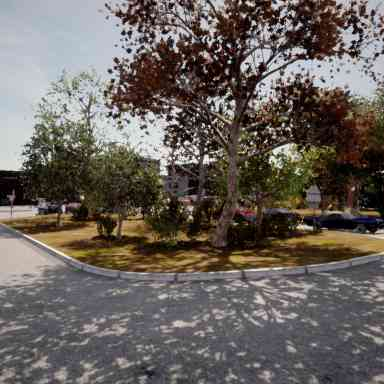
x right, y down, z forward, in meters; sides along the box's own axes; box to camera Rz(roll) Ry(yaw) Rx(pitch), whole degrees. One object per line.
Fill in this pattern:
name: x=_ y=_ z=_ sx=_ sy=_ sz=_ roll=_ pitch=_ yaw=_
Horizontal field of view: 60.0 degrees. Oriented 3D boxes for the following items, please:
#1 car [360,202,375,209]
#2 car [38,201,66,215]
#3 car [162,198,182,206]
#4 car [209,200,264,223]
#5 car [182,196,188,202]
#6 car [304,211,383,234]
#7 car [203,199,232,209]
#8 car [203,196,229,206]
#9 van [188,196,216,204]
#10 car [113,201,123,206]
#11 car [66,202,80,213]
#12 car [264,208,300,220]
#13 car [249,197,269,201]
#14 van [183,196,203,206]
car: x=39.464 y=2.749 z=72.656 sx=5.566 sy=2.045 sz=2.150 roll=2 pitch=-1 yaw=-12
car: x=-17.518 y=1.931 z=40.962 sx=2.185 sy=1.767 sz=4.553 roll=-1 pitch=0 yaw=-35
car: x=-4.803 y=1.983 z=65.449 sx=1.946 sy=1.575 sz=5.366 roll=1 pitch=0 yaw=-36
car: x=3.943 y=1.908 z=30.449 sx=2.097 sy=1.767 sz=4.553 roll=3 pitch=-3 yaw=-35
car: x=-2.307 y=1.884 z=66.977 sx=2.185 sy=1.767 sz=4.553 roll=1 pitch=0 yaw=-36
car: x=10.064 y=1.971 z=22.139 sx=1.895 sy=1.301 sz=4.718 roll=3 pitch=-3 yaw=-39
car: x=4.314 y=2.001 z=56.437 sx=1.946 sy=1.575 sz=5.366 roll=1 pitch=0 yaw=-36
car: x=5.184 y=1.889 z=72.370 sx=2.435 sy=2.045 sz=5.566 roll=1 pitch=-1 yaw=-36
van: x=1.870 y=1.756 z=55.053 sx=1.878 sy=1.987 sz=4.442 roll=1 pitch=0 yaw=-36
car: x=-11.632 y=1.995 z=51.360 sx=4.892 sy=1.490 sz=1.837 roll=-1 pitch=0 yaw=-36
car: x=-14.968 y=2.069 z=42.849 sx=2.002 sy=1.452 sz=4.674 roll=-1 pitch=0 yaw=-36
car: x=7.485 y=2.191 z=30.937 sx=2.033 sy=1.411 sz=5.357 roll=3 pitch=-3 yaw=-35
car: x=10.996 y=1.861 z=61.501 sx=2.435 sy=2.045 sz=5.566 roll=1 pitch=-1 yaw=-36
van: x=0.210 y=1.820 z=68.680 sx=1.878 sy=1.987 sz=4.442 roll=1 pitch=-1 yaw=-36
